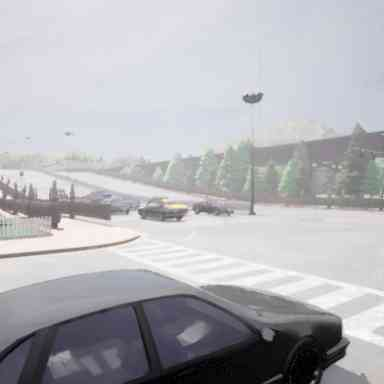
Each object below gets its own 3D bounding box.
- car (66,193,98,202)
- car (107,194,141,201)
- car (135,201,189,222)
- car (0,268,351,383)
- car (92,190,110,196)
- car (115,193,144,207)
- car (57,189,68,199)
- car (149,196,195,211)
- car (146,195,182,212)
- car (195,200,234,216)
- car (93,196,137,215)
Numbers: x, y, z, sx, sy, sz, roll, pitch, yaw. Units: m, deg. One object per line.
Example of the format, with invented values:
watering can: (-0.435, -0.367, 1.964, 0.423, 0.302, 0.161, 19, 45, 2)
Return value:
car: (-14.072, 1.184, 42.323, 1.994, 1.385, 4.181, 0, 3, -37)
car: (-8.014, 1.371, 40.111, 2.128, 1.511, 4.902, 0, 2, -37)
car: (-2.547, 1.629, 27.059, 1.895, 1.301, 4.718, 0, 0, -36)
car: (-0.655, 1.550, 3.289, 5.357, 1.411, 2.033, 0, 0, -36)
car: (-13.994, 0.883, 48.041, 1.994, 1.385, 4.181, 0, 4, -37)
car: (-8.965, 1.076, 47.183, 2.128, 1.511, 4.902, 0, 3, -37)
car: (-20.149, 0.313, 50.441, 1.837, 1.490, 4.892, 0, 6, -37)
car: (-2.240, 1.506, 32.508, 1.882, 1.535, 5.008, 0, 0, -37)
car: (-3.444, 1.326, 39.879, 2.097, 1.767, 4.553, 0, 1, -37)
car: (2.036, 1.529, 32.666, 2.128, 1.511, 4.902, 0, 0, -37)
car: (-8.053, 1.483, 34.373, 2.128, 1.511, 4.902, 0, 1, -37)
